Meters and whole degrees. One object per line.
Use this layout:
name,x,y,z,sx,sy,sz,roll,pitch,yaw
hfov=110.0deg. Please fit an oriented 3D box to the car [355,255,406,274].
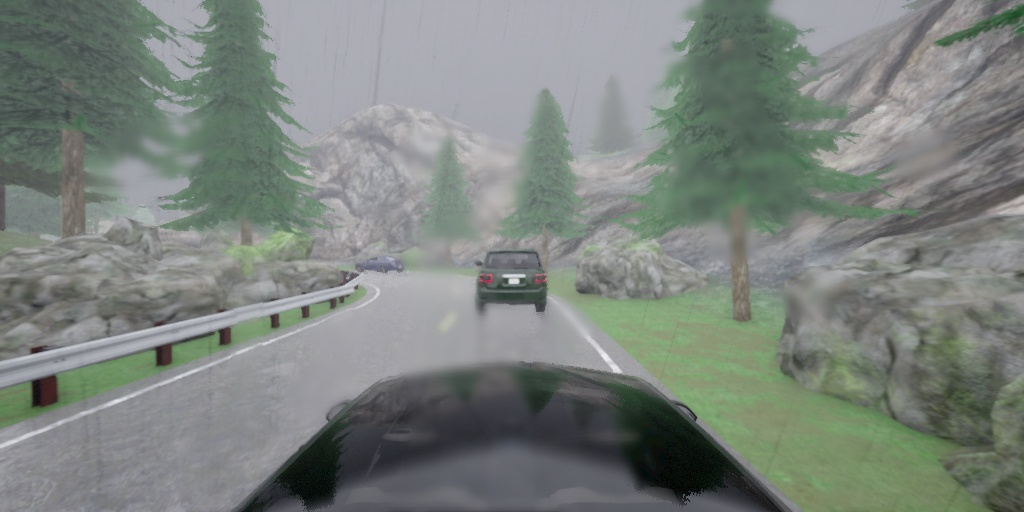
car,-10.672,0.673,29.181,4.674,1.442,1.812,1,1,30

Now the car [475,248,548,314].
car,-0.117,0.732,12.670,2.150,2.045,5.566,0,1,-4
